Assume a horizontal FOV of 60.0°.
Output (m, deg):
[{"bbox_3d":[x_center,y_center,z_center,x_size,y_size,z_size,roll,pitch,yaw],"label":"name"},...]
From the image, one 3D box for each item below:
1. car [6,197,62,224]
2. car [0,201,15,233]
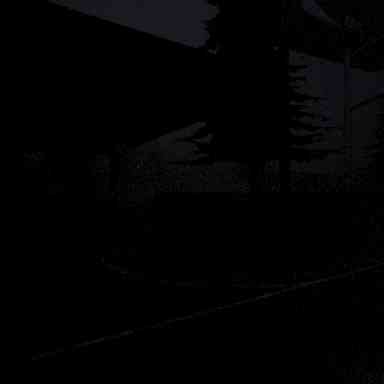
[{"bbox_3d":[-11.540,1.297,23.776,3.866,1.878,1.905,0,0,-36],"label":"car"},{"bbox_3d":[-11.753,1.480,16.647,4.611,1.667,2.242,0,0,-36],"label":"car"}]
